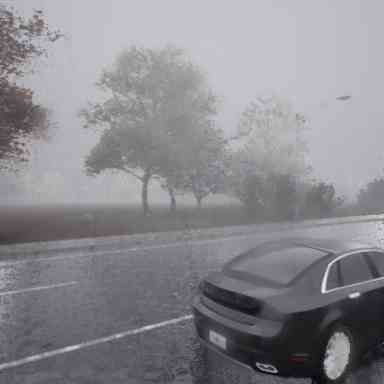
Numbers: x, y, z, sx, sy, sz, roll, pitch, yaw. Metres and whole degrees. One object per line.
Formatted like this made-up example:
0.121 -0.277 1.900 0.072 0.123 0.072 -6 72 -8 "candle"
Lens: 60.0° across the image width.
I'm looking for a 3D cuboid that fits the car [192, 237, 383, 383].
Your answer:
2.279 1.506 5.371 4.892 1.490 1.837 0 0 -35 "car"
